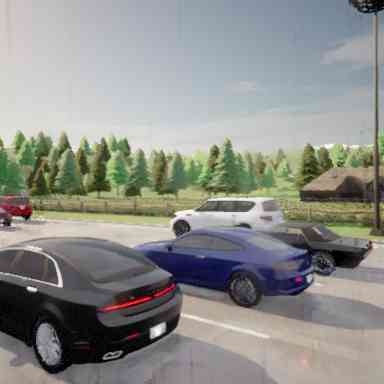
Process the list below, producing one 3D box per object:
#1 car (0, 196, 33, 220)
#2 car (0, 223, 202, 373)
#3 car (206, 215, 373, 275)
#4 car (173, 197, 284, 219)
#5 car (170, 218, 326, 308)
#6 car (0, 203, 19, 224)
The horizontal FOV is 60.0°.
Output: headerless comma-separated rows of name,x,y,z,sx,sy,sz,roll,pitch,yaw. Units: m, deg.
car,-15.742,1.377,28.124,5.566,2.045,2.150,0,0,36
car,-2.409,1.534,5.712,4.892,1.490,1.837,0,0,36
car,2.934,1.621,10.500,4.718,1.301,1.895,0,0,36
car,1.560,1.265,15.778,5.566,2.045,2.150,0,0,36
car,0.471,1.548,7.959,4.674,1.442,1.812,0,0,36
car,-13.999,1.655,22.583,4.674,1.442,1.812,0,0,36
